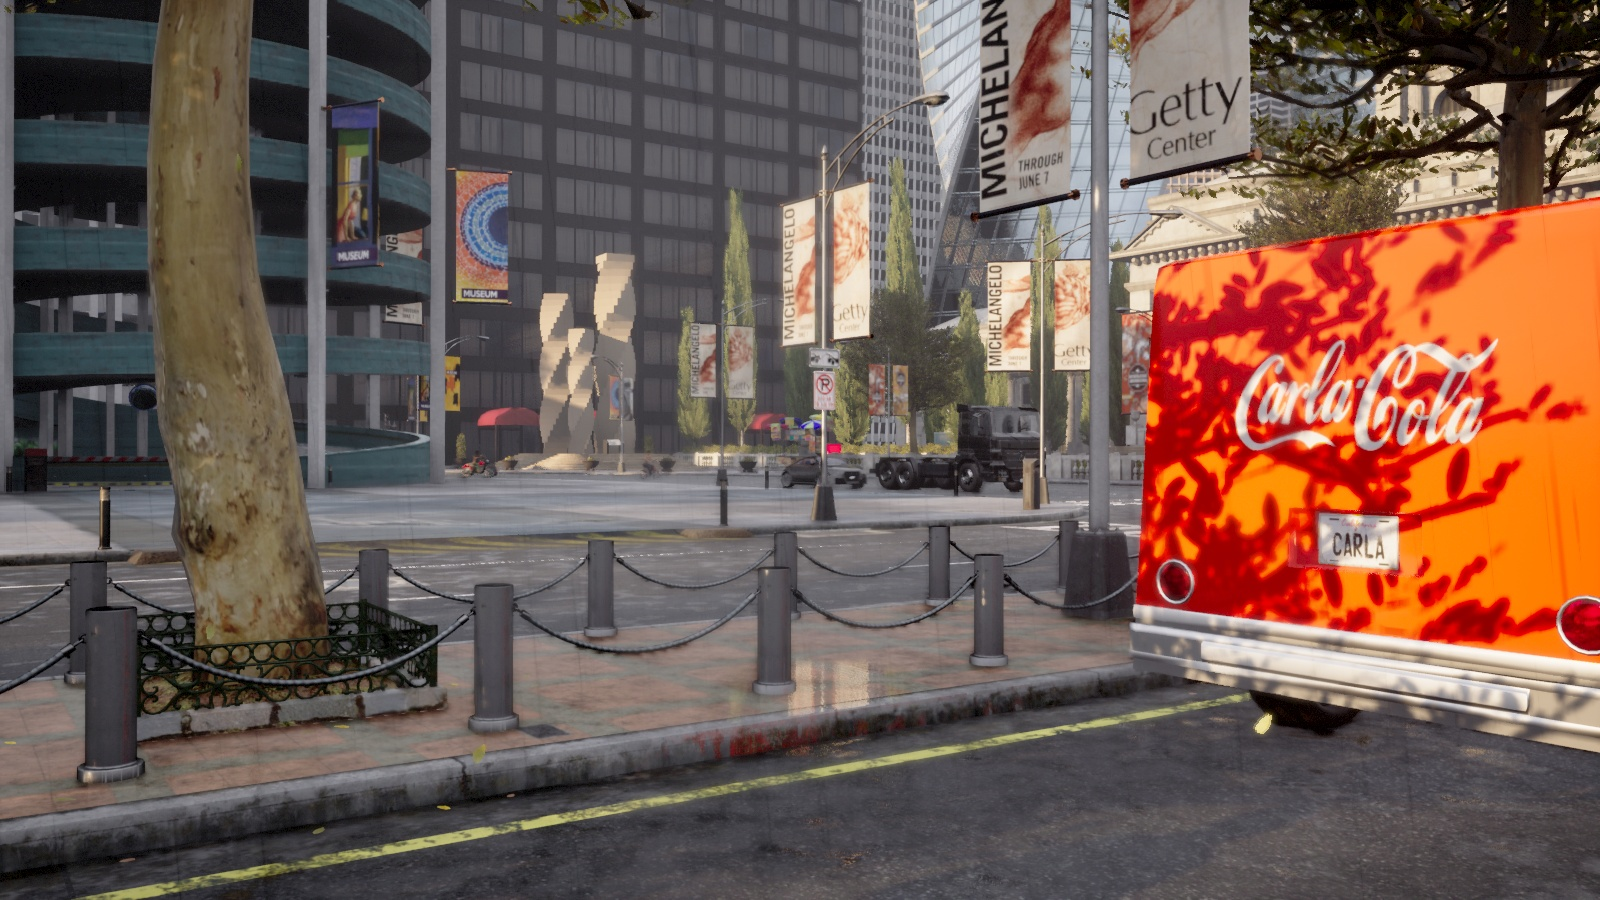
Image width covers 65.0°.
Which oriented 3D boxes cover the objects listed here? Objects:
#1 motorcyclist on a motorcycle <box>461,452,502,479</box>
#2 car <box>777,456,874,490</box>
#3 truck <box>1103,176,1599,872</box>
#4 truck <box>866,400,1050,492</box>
[{"bbox_3d":[-19.190,0.921,75.593,2.350,1.649,0.766,0,0,19],"label":"motorcyclist on a motorcycle"},{"bbox_3d":[1.034,0.936,52.783,1.994,1.385,4.181,0,0,-35],"label":"car"},{"bbox_3d":[4.416,0.265,6.735,5.204,2.467,2.627,0,0,-35],"label":"truck"},{"bbox_3d":[6.281,-0.125,51.367,2.891,3.462,7.936,0,0,-35],"label":"truck"}]
